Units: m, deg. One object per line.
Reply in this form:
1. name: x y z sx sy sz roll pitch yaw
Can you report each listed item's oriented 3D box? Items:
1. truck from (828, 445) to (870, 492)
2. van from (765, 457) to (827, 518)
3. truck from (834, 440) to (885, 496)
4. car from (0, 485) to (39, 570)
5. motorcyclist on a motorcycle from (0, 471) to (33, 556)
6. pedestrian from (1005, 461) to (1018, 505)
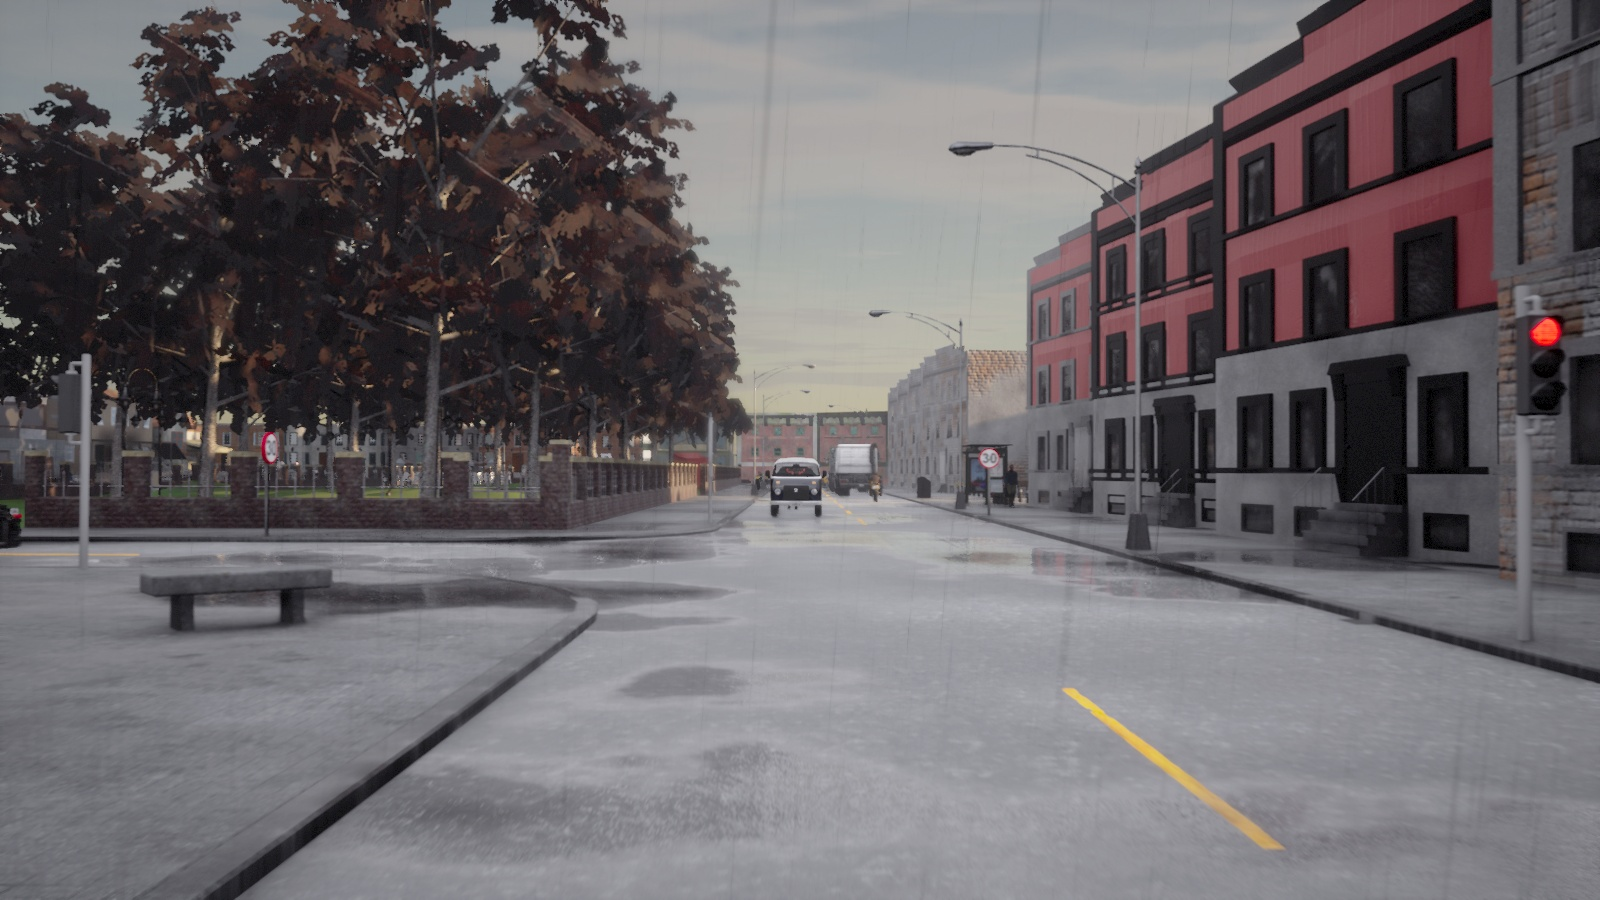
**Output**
1. truck: 3.711 1.444 96.441 2.891 3.462 7.936 0 -1 0
2. van: -0.113 1.283 44.144 2.069 2.038 4.480 0 -1 0
3. truck: 3.770 1.191 81.454 2.891 3.462 7.936 0 -1 0
4. car: -15.243 1.289 20.707 4.181 1.385 1.994 0 -1 0
5. motorcyclist on a motorcycle: -16.554 1.249 24.770 2.350 1.649 0.766 0 -1 -2
6. pedestrian: 8.856 1.376 52.616 0.402 1.842 0.726 0 -1 -1
